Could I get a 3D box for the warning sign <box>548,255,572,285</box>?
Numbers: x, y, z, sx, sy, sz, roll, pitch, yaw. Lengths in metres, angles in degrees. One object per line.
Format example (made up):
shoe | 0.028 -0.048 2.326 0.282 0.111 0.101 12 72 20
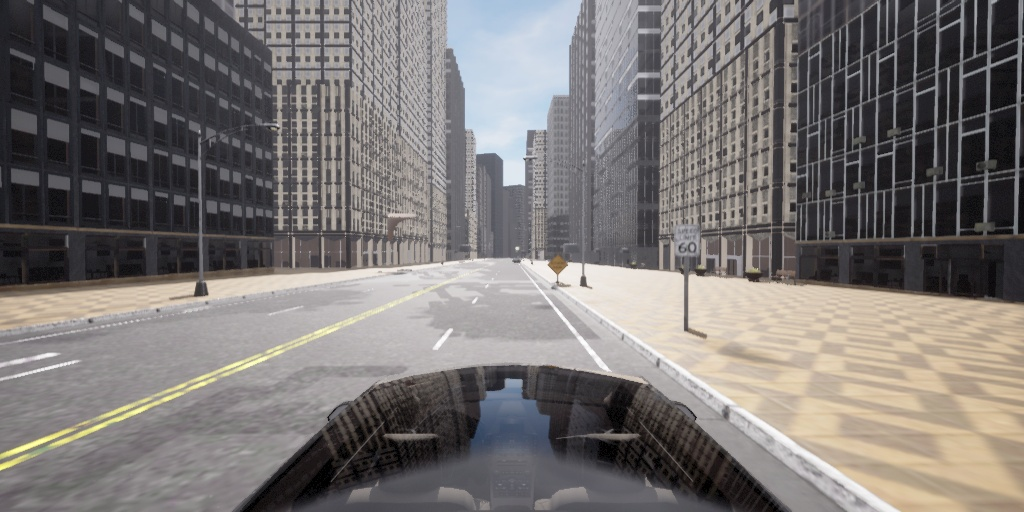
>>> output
warning sign | 2.850 0.834 22.470 1.300 1.860 1.060 0 0 0
